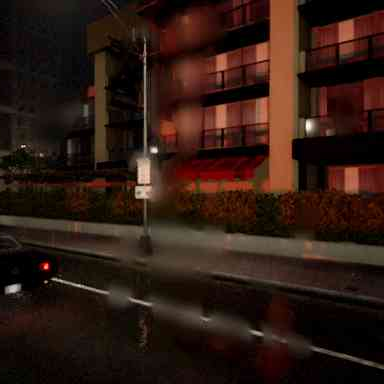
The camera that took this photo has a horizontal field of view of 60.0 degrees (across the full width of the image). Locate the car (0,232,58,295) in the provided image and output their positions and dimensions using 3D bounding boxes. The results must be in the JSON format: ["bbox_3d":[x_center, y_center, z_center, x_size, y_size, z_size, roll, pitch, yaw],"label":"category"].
[{"bbox_3d":[-5.299,1.598,7.791,4.718,1.301,1.895,0,0,36],"label":"car"}]
